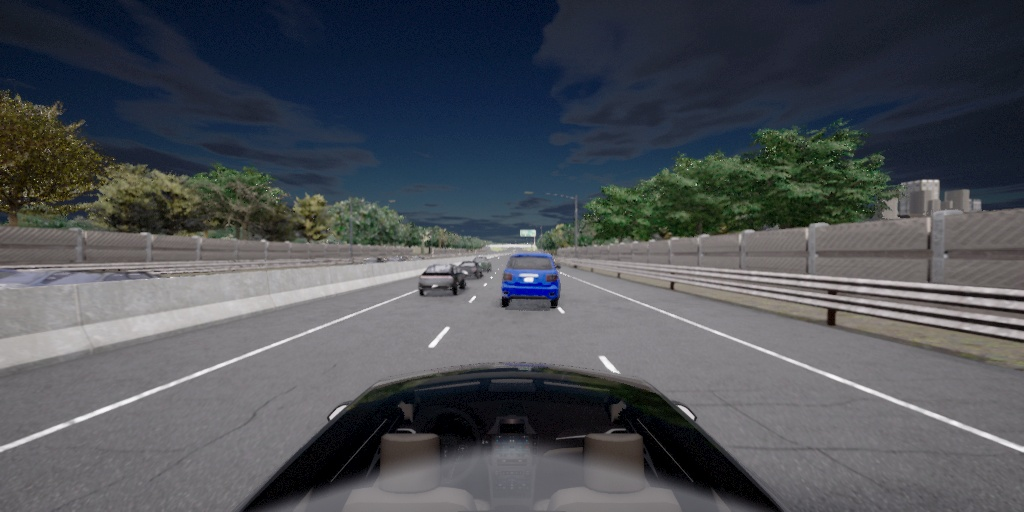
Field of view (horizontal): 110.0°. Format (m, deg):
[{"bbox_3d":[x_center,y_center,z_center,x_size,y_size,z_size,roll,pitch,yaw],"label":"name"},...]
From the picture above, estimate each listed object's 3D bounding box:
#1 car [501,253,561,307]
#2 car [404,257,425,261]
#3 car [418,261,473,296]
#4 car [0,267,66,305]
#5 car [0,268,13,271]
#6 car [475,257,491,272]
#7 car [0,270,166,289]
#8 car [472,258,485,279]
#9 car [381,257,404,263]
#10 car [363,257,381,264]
[{"bbox_3d":[0.863,0.903,15.124,2.150,2.045,5.566,1,0,6],"label":"car"},{"bbox_3d":[-14.069,0.947,53.275,1.837,1.490,4.892,0,1,0],"label":"car"},{"bbox_3d":[-3.499,1.153,18.654,2.128,1.511,4.902,0,0,0],"label":"car"},{"bbox_3d":[-21.097,1.212,13.882,1.812,1.442,4.674,0,0,0],"label":"car"},{"bbox_3d":[-17.599,1.235,13.717,2.033,1.411,5.357,0,0,0],"label":"car"},{"bbox_3d":[-3.498,0.884,40.624,2.097,1.767,4.553,0,0,0],"label":"car"},{"bbox_3d":[-14.100,1.242,12.420,2.033,1.411,5.357,0,0,0],"label":"car"},{"bbox_3d":[-3.499,1.126,29.655,1.812,1.442,4.674,0,0,0],"label":"car"},{"bbox_3d":[-17.564,0.927,54.296,2.128,1.511,4.902,0,1,0],"label":"car"},{"bbox_3d":[-21.062,0.938,54.650,1.837,1.490,4.892,0,1,0],"label":"car"}]
